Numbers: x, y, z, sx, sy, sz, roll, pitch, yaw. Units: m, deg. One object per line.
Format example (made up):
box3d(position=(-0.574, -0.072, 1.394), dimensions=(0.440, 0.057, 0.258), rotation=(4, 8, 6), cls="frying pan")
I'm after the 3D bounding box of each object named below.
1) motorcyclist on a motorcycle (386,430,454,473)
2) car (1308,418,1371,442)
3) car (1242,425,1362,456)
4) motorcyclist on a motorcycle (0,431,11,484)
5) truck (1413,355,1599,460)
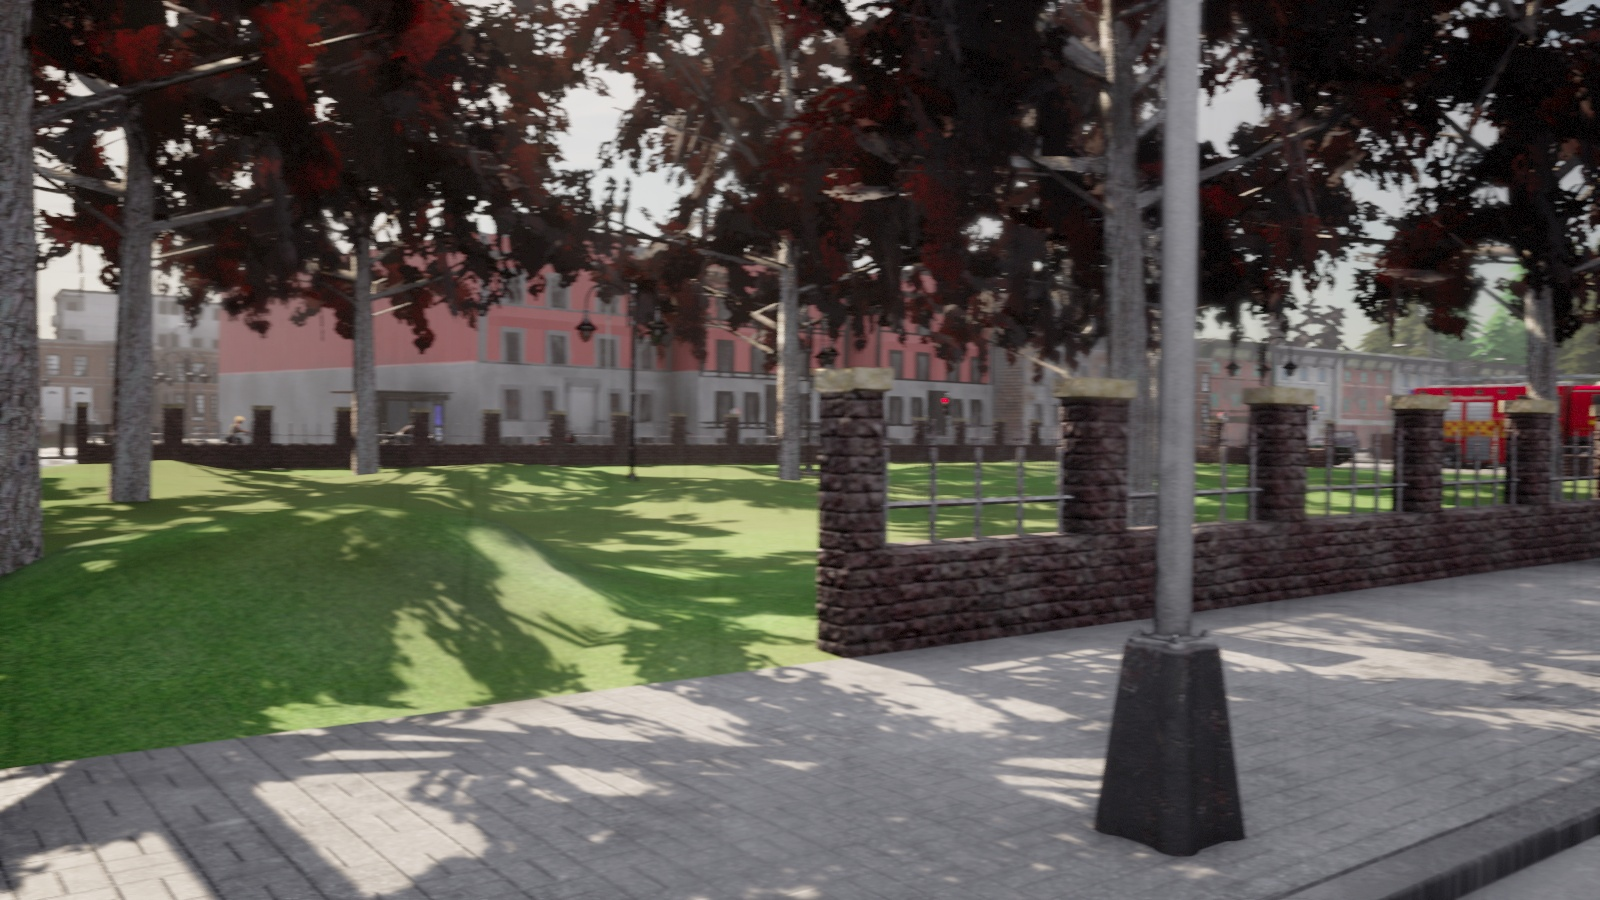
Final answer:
box3d(position=(-13.961, 0.045, 46.134), dimensions=(2.191, 1.530, 0.866), rotation=(-1, 1, -37), cls="motorcyclist on a motorcycle")
box3d(position=(39.253, -1.466, 91.260), dimensions=(4.856, 1.649, 2.033), rotation=(-2, 2, -37), cls="car")
box3d(position=(22.624, -0.447, 56.702), dimensions=(1.895, 1.301, 4.718), rotation=(-1, 1, -38), cls="car")
box3d(position=(-24.928, 0.232, 37.862), dimensions=(1.817, 1.590, 0.866), rotation=(-2, 2, -37), cls="motorcyclist on a motorcycle")
box3d(position=(28.712, -1.610, 48.664), dimensions=(2.891, 3.827, 8.468), rotation=(-1, 1, -38), cls="truck")
